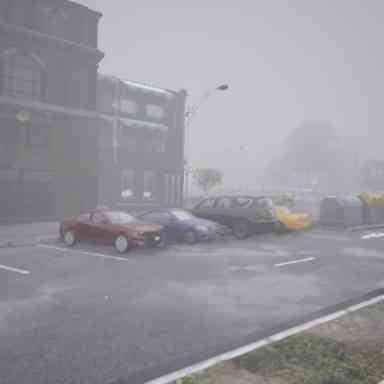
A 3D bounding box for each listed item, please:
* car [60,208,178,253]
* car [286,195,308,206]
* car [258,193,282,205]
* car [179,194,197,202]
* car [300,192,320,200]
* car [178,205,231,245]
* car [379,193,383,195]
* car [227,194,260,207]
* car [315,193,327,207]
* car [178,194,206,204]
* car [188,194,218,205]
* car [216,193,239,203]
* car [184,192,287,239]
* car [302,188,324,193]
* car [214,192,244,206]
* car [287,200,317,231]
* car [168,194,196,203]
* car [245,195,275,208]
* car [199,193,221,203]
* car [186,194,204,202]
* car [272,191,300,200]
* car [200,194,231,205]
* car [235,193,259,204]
[{"bbox_3d":[-3.322,1.461,13.572,5.008,1.535,2.097,-1,-1,35],"label":"car"},{"bbox_3d":[18.065,1.463,57.220,2.185,1.767,4.553,1,-1,35],"label":"car"},{"bbox_3d":[14.597,1.336,62.140,2.435,2.045,5.566,1,-2,35],"label":"car"},{"bbox_3d":[-0.926,1.466,84.491,2.185,1.767,4.553,1,-2,35],"label":"car"},{"bbox_3d":[19.795,1.463,54.736,2.185,1.767,4.553,1,-2,35],"label":"car"},{"bbox_3d":[-0.850,1.494,15.317,4.674,1.452,2.002,-1,-1,35],"label":"car"},{"bbox_3d":[29.858,0.853,52.077,1.812,1.442,4.674,2,3,-34],"label":"car"},{"bbox_3d":[6.818,1.096,43.649,2.231,1.521,4.892,0,-1,35],"label":"car"},{"bbox_3d":[21.477,1.459,52.206,2.185,1.767,4.553,1,-2,35],"label":"car"},{"bbox_3d":[0.066,1.127,53.351,2.163,1.488,4.792,1,0,35],"label":"car"},{"bbox_3d":[1.766,1.098,50.940,2.231,1.521,4.892,0,-1,35],"label":"car"},{"bbox_3d":[7.698,1.338,72.075,2.435,2.045,5.566,1,-2,35],"label":"car"},{"bbox_3d":[1.583,1.191,17.072,5.566,2.045,2.435,-1,0,35],"label":"car"},{"bbox_3d":[22.901,-0.039,62.214,2.128,1.511,4.902,2,3,-34],"label":"car"},{"bbox_3d":[5.118,0.970,46.060,2.185,1.767,4.553,0,-1,35],"label":"car"},{"bbox_3d":[3.926,1.423,18.912,5.366,1.575,1.946,-1,0,35],"label":"car"},{"bbox_3d":[-1.601,1.098,55.804,2.097,1.535,5.008,0,-1,36],"label":"car"},{"bbox_3d":[8.508,1.135,41.221,2.002,1.452,4.674,1,0,35],"label":"car"},{"bbox_3d":[4.292,1.342,77.091,2.435,2.045,5.566,1,-2,35],"label":"car"},{"bbox_3d":[0.807,1.466,82.007,2.185,1.767,4.553,1,-2,35],"label":"car"},{"bbox_3d":[10.189,0.843,38.765,2.435,2.045,5.566,1,0,35],"label":"car"},{"bbox_3d":[3.550,1.096,48.669,1.946,1.575,5.366,0,-1,35],"label":"car"},{"bbox_3d":[11.184,1.340,67.157,2.435,2.045,5.566,1,-2,35],"label":"car"}]
